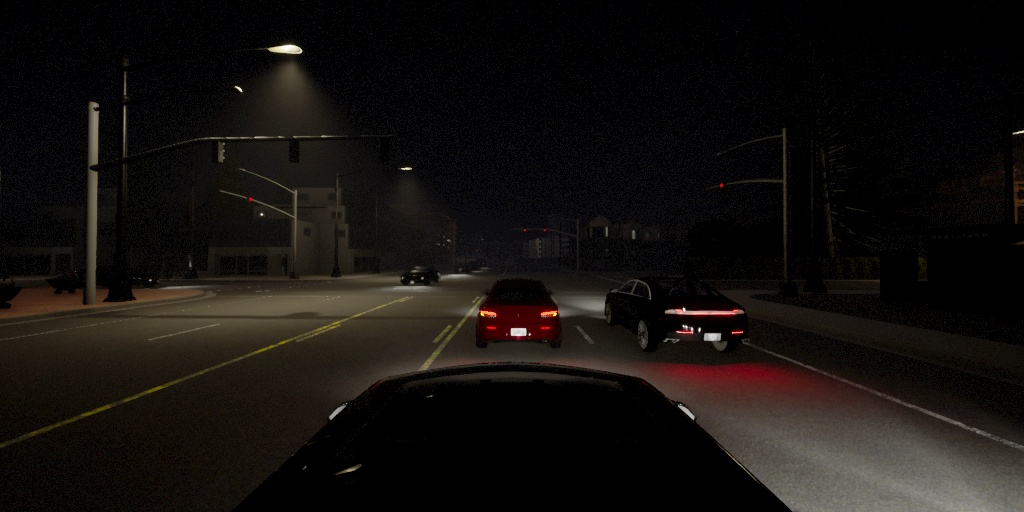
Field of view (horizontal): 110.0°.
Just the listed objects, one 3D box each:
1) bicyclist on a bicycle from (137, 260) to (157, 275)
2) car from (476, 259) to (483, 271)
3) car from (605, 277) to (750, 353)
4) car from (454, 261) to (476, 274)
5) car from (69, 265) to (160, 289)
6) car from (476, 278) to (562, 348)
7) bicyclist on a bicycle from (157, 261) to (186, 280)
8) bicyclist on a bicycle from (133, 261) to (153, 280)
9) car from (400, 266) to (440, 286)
[{"bbox_3d":[-31.178,1.136,31.236,1.656,1.620,0.582,24,6,-24],"label":"bicyclist on a bicycle"},{"bbox_3d":[-6.356,1.641,58.346,1.837,1.490,4.892,0,0,1],"label":"car"},{"bbox_3d":[3.657,1.250,8.882,2.128,1.511,4.902,0,0,1],"label":"car"},{"bbox_3d":[-6.506,1.589,47.829,2.128,1.511,4.902,0,0,1],"label":"car"},{"bbox_3d":[-25.852,1.332,23.285,4.892,1.490,1.837,0,-1,1],"label":"car"},{"bbox_3d":[0.166,1.288,9.128,1.812,1.442,4.674,0,0,1],"label":"car"},{"bbox_3d":[-29.282,1.231,31.021,1.656,1.620,0.582,1,-1,-22],"label":"bicyclist on a bicycle"},{"bbox_3d":[-32.646,1.245,31.740,1.656,1.620,0.582,0,0,19],"label":"bicyclist on a bicycle"},{"bbox_3d":[-6.775,1.440,27.120,2.033,1.411,5.357,0,-1,1],"label":"car"}]
